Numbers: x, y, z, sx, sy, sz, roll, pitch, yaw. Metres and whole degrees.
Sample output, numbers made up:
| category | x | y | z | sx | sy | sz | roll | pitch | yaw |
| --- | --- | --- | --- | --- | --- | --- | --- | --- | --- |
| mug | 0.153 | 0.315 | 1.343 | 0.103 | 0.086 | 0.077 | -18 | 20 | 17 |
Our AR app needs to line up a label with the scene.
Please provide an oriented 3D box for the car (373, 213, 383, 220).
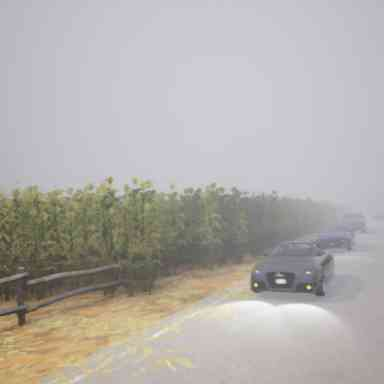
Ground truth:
| category | x | y | z | sx | sy | sz | roll | pitch | yaw |
| --- | --- | --- | --- | --- | --- | --- | --- | --- | --- |
| car | 38.382 | 4.791 | 66.054 | 1.895 | 1.301 | 4.718 | -2 | -5 | -17 |

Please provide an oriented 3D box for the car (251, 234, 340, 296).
| category | x | y | z | sx | sy | sz | roll | pitch | yaw |
| --- | --- | --- | --- | --- | --- | --- | --- | --- | --- |
| car | 3.365 | 2.314 | 10.726 | 1.994 | 1.385 | 4.181 | -6 | -6 | 29 |

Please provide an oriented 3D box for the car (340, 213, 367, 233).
| category | x | y | z | sx | sy | sz | roll | pitch | yaw |
| --- | --- | --- | --- | --- | --- | --- | --- | --- | --- |
| car | 17.011 | 3.222 | 34.952 | 2.150 | 2.045 | 5.566 | -6 | -6 | 29 |

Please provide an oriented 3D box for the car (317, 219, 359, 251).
| category | x | y | z | sx | sy | sz | roll | pitch | yaw |
| --- | --- | --- | --- | --- | --- | --- | --- | --- | --- |
| car | 9.040 | 2.747 | 20.829 | 1.882 | 1.535 | 5.008 | -6 | -6 | 29 |
